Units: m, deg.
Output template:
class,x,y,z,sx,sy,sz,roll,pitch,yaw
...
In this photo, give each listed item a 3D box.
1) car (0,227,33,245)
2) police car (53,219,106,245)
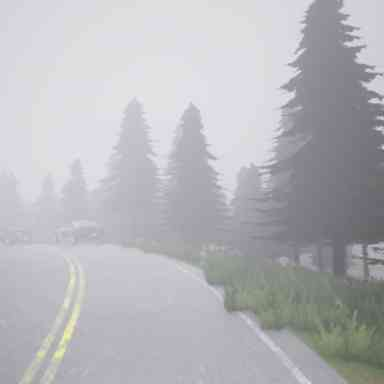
class,x,y,z,sx,sy,sz,roll,pitch,yaw
car,-15.761,3.874,28.720,4.892,1.490,1.837,-9,-8,30
police car,-7.563,2.595,21.961,1.930,1.638,5.238,3,-8,-41
